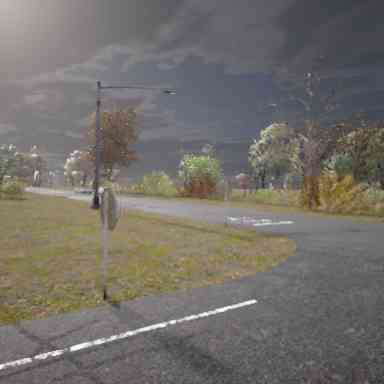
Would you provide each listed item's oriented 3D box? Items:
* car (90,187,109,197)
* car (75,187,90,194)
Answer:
[{"bbox_3d":[-13.561,-0.056,51.010,1.812,1.442,4.674,1,1,-36],"label":"car"},{"bbox_3d":[-19.176,-0.290,58.827,1.895,1.301,4.718,1,1,-36],"label":"car"}]
